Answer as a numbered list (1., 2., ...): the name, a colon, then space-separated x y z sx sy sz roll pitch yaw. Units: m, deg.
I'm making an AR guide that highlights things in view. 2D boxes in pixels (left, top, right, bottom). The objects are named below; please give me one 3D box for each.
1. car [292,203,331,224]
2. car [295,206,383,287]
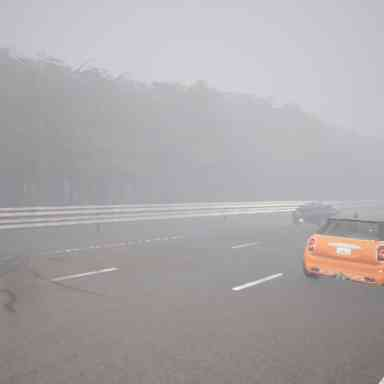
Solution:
1. car: 8.520 1.523 22.166 4.892 1.490 1.837 2 -1 -43
2. car: 4.944 1.375 9.041 4.553 1.767 2.097 1 0 -45
